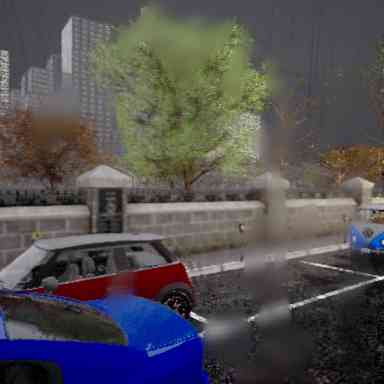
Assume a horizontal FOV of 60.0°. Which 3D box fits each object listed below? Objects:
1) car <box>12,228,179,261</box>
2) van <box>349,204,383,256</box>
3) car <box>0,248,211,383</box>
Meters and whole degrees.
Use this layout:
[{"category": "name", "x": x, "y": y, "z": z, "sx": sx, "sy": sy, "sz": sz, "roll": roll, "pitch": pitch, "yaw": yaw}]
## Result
[{"category": "car", "x": -2.007, "y": 1.436, "z": 5.125, "sx": 4.097, "sy": 1.590, "sz": 1.967, "roll": 0, "pitch": 0, "yaw": -36}, {"category": "van", "x": 7.159, "y": 1.307, "z": 11.666, "sx": 3.998, "sy": 1.788, "sz": 1.690, "roll": 0, "pitch": 0, "yaw": -36}, {"category": "car", "x": -2.186, "y": 1.480, "z": 1.818, "sx": 5.008, "sy": 1.535, "sz": 1.882, "roll": 0, "pitch": 0, "yaw": -35}]
